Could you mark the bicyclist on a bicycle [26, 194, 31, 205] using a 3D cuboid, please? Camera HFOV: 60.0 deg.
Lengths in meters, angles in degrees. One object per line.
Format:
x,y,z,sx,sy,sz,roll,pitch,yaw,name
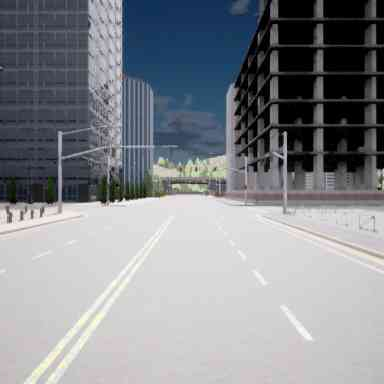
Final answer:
-25.411,1.218,51.767,0.582,1.620,1.656,0,0,0,bicyclist on a bicycle
